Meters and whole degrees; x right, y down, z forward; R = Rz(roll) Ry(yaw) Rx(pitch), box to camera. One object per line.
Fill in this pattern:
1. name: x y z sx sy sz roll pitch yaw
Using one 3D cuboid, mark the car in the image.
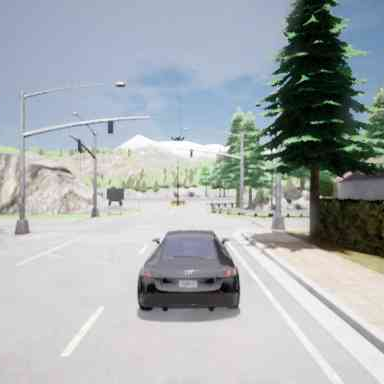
1. car: -0.034 1.567 7.864 1.994 1.385 4.181 0 0 1
